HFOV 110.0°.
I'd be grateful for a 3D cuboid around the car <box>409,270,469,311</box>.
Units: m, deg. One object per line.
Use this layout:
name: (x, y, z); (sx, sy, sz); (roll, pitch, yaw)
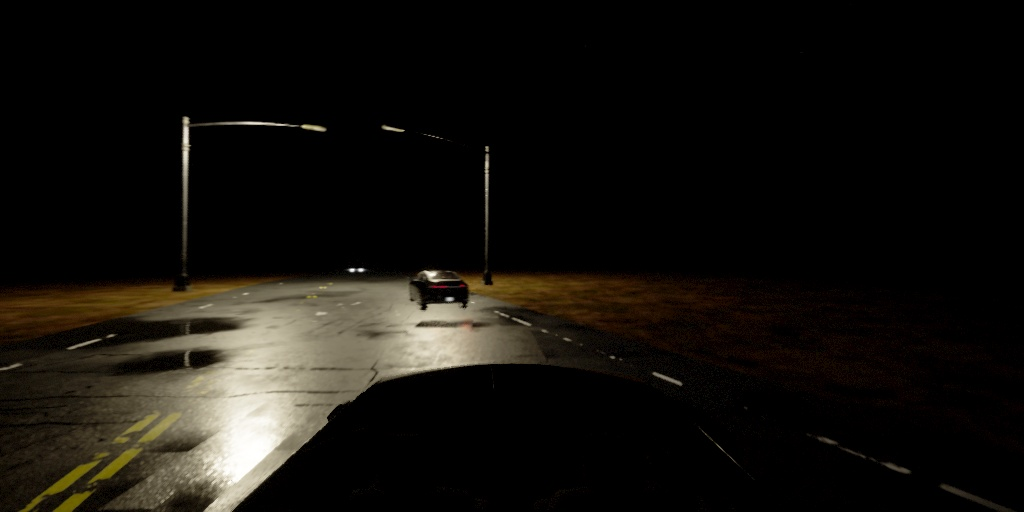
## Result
car: (-3.220, 1.355, 15.268); (2.128, 1.511, 4.902); (1, -1, -23)
